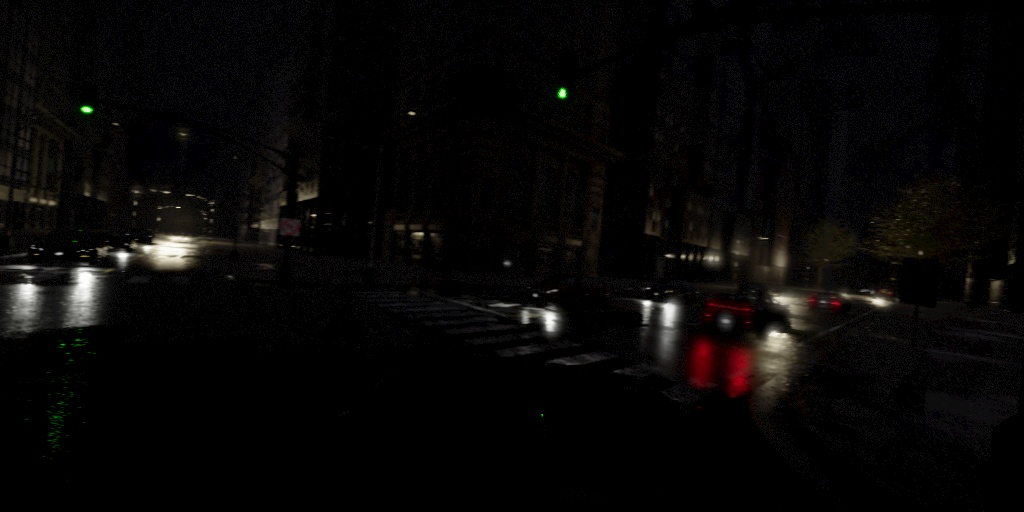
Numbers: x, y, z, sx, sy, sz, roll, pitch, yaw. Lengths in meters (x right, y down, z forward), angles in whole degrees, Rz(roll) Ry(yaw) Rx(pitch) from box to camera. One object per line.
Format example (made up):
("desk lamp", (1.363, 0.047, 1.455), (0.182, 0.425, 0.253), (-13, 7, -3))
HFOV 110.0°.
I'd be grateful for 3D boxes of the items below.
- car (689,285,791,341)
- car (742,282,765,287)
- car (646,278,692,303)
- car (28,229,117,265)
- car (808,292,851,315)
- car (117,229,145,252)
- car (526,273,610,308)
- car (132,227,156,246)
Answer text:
("car", (8.639, 2.019, 13.053), (4.902, 1.511, 2.128), (5, 0, -42))
("car", (23.708, 3.357, 35.339), (4.892, 1.490, 1.837), (6, -1, -41))
("car", (10.703, 2.228, 23.744), (4.674, 1.442, 1.812), (5, 0, -42))
("car", (-20.346, -0.461, 16.686), (1.837, 1.490, 4.892), (5, 0, -42))
("car", (22.701, 3.308, 25.646), (5.357, 1.411, 2.033), (5, 0, -42))
("car", (-28.642, -1.093, 26.030), (2.033, 1.411, 5.357), (5, 0, -42))
("car", (2.732, 1.524, 16.608), (4.674, 1.442, 1.812), (5, 0, -42))
("car", (-37.868, -2.037, 36.502), (2.097, 1.767, 4.553), (5, 0, -41))
